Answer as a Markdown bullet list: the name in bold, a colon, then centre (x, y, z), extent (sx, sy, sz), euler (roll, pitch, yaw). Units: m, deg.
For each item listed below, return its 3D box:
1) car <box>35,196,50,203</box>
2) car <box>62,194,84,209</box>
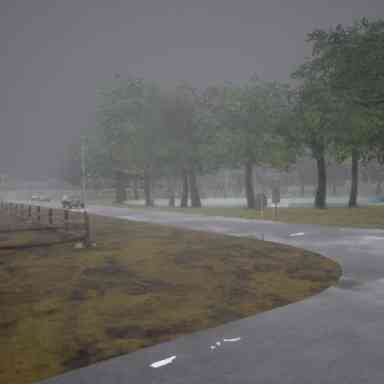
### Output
- **car**: centre (-35.713, 1.773, 80.324), extent (1.837, 1.490, 4.892), euler (-3, 1, -35)
- **car**: centre (-18.054, 1.426, 50.407), extent (2.150, 2.045, 5.566), euler (-3, 1, -35)
